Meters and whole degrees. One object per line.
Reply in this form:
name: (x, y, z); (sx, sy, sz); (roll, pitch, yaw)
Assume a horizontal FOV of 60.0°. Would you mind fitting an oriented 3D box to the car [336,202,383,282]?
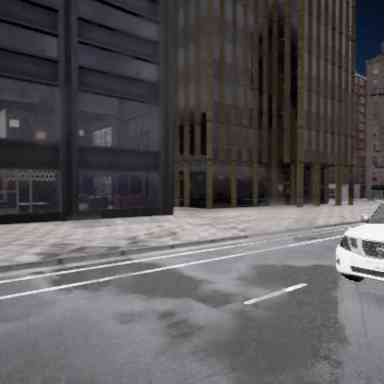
car: (5.898, 1.155, 8.497); (5.566, 2.045, 2.150); (0, 1, -40)
